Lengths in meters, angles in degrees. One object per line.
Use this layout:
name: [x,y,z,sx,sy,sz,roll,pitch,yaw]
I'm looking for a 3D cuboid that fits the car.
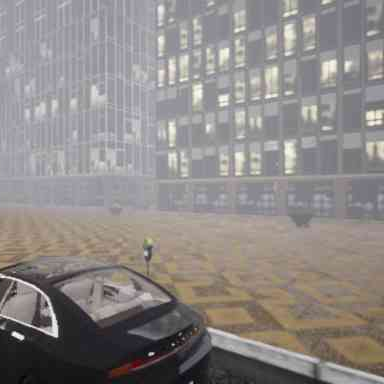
car: [-1.848,1.524,4.196,4.403,1.369,2.008,0,0,35]
